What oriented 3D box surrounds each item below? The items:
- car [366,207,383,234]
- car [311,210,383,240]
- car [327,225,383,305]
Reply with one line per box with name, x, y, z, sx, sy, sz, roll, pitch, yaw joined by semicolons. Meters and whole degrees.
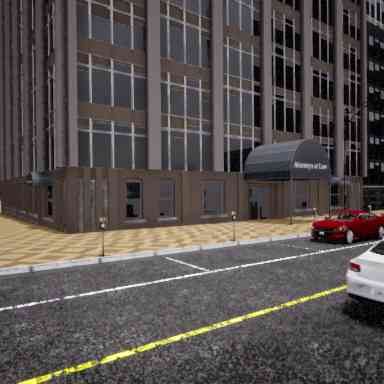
car;12.101;1.547;19.065;4.403;1.369;2.008;0;-1;-35
car;7.474;1.542;15.764;4.507;1.381;1.887;0;-1;-35
car;5.020;1.524;6.901;4.674;1.442;1.812;0;0;-36
